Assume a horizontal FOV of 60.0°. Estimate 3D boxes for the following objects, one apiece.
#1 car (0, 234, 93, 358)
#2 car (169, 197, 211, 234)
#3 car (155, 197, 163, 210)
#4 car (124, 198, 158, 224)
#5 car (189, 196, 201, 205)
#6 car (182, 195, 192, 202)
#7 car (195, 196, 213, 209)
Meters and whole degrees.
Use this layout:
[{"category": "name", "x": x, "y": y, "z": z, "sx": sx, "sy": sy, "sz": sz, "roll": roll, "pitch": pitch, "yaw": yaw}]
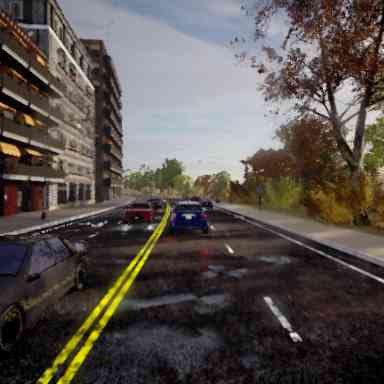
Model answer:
[{"category": "car", "x": -3.399, "y": 1.550, "z": 6.254, "sx": 2.033, "sy": 1.411, "sz": 5.357, "roll": 0, "pitch": 0, "yaw": -1}, {"category": "car", "x": -0.233, "y": 1.352, "z": 19.507, "sx": 2.097, "sy": 1.767, "sz": 4.553, "roll": 0, "pitch": 0, "yaw": -2}, {"category": "car", "x": -4.783, "y": 1.473, "z": 43.306, "sx": 1.882, "sy": 1.535, "sz": 5.008, "roll": 0, "pitch": 0, "yaw": -4}, {"category": "car", "x": -3.864, "y": 1.479, "z": 25.132, "sx": 1.882, "sy": 1.535, "sz": 5.008, "roll": 0, "pitch": 0, "yaw": -2}, {"category": "car", "x": 0.509, "y": 1.455, "z": 61.042, "sx": 1.882, "sy": 1.535, "sz": 5.008, "roll": 0, "pitch": 0, "yaw": -5}, {"category": "car", "x": -1.224, "y": 1.516, "z": 77.755, "sx": 1.994, "sy": 1.385, "sz": 4.181, "roll": 0, "pitch": 0, "yaw": -7}, {"category": "car", "x": 1.769, "y": 1.535, "z": 45.551, "sx": 2.033, "sy": 1.411, "sz": 5.357, "roll": 0, "pitch": 0, "yaw": -4}]
